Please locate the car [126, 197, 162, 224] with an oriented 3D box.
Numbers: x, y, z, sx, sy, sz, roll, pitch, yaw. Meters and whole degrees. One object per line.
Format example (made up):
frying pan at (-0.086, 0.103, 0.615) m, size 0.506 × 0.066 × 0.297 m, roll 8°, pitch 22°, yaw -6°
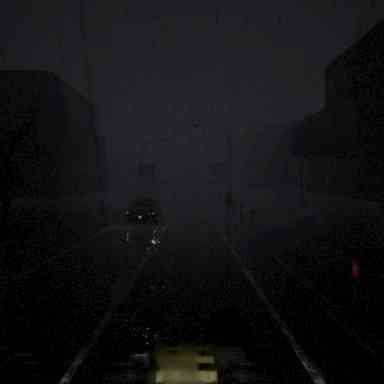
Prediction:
car at (-3.003, 1.122, 21.514) m, size 1.837 × 1.490 × 4.892 m, roll 0°, pitch 2°, yaw 0°
